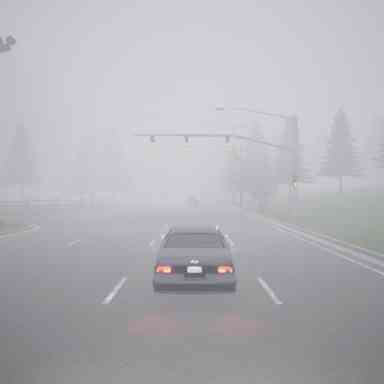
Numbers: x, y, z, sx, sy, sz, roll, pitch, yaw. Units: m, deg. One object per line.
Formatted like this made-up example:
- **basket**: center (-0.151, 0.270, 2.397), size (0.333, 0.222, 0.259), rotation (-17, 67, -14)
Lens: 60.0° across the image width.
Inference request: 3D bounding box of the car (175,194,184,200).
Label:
- **car**: center (-3.510, 1.326, 94.030), size (2.128, 1.511, 4.902), rotation (0, 0, 0)

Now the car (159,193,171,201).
- **car**: center (-7.009, 1.188, 83.640), size (2.150, 2.045, 5.566), rotation (0, 0, 0)

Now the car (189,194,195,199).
- **car**: center (-0.010, 1.278, 94.031), size (1.882, 1.535, 5.008), rotation (0, 0, 0)

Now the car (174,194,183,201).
- **car**: center (-3.509, 1.488, 84.027), size (1.812, 1.442, 4.674), rotation (0, 0, 0)

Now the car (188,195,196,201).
- **car**: center (-0.009, 1.503, 83.611), size (2.033, 1.411, 5.357), rotation (0, 0, 0)

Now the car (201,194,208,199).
- **car**: center (3.490, 1.278, 94.031), size (1.882, 1.535, 5.008), rotation (0, 0, 0)

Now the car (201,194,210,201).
- **car**: center (3.491, 1.463, 83.611), size (1.837, 1.490, 4.892), rotation (0, 0, 0)

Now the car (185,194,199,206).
- **car**: center (-0.008, 1.334, 52.968), size (2.097, 1.767, 4.553), rotation (0, 0, 0)

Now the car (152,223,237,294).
- **car**: center (0.065, 1.544, 8.929), size (2.033, 1.411, 5.357), rotation (0, 0, 0)

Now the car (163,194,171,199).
- **car**: center (-7.010, 1.353, 94.030), size (1.994, 1.385, 4.181), rotation (0, 0, 0)
